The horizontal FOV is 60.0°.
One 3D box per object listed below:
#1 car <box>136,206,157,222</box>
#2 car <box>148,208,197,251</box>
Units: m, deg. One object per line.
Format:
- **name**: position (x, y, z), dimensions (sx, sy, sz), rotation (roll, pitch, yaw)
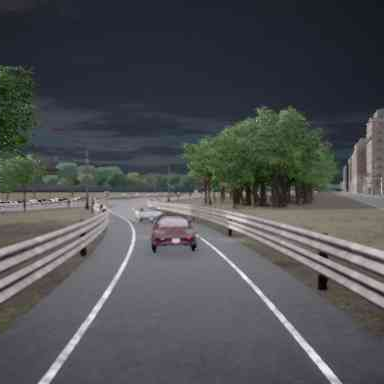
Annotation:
- **car**: position (-3.940, 1.943, 29.742), dimensions (1.895, 1.301, 4.718), rotation (0, -1, -15)
- **car**: position (-0.912, 1.688, 14.853), dimensions (1.812, 1.442, 4.674), rotation (0, -1, -8)
